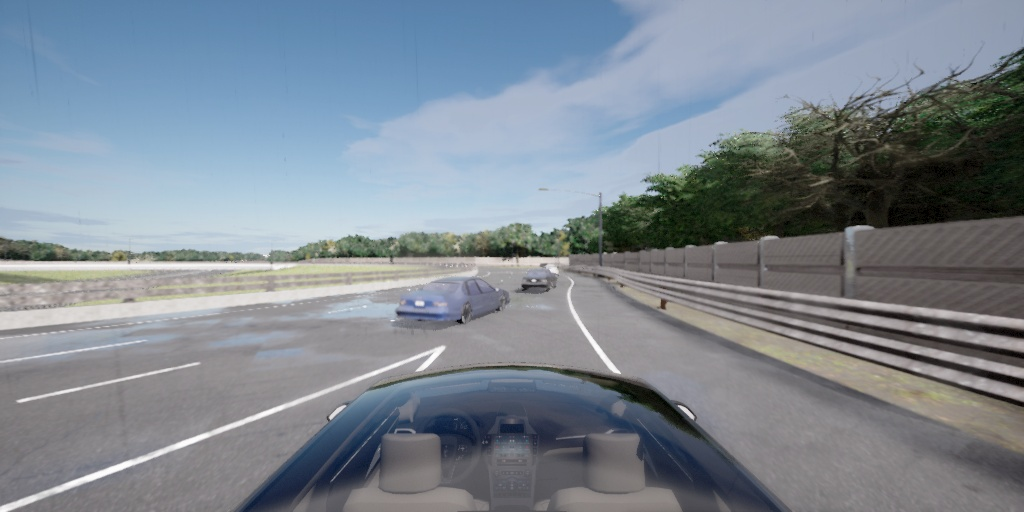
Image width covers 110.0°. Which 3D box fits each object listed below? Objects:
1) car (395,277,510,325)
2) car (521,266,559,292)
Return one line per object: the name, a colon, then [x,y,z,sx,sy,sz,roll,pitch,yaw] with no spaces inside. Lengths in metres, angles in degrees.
car: [-1.781,1.446,12.653,2.033,1.411,5.357,0,-1,20]
car: [1.962,1.629,24.669,2.033,1.411,5.357,0,-1,14]
